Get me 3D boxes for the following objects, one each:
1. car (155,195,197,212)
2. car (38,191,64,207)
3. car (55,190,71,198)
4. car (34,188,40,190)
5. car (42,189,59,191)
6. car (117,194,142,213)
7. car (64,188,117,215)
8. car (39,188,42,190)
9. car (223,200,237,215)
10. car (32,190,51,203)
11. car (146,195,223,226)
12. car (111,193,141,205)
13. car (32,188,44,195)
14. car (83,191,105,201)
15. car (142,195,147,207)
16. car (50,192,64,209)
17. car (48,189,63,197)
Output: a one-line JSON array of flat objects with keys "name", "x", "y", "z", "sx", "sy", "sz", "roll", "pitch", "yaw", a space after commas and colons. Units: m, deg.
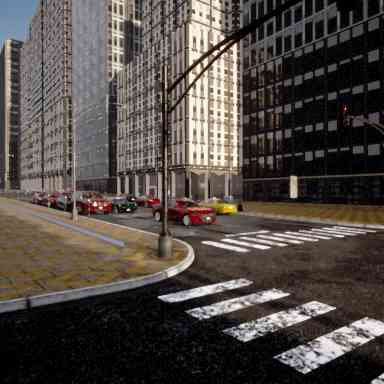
[{"name": "car", "x": -1.620, "y": 1.066, "z": 32.158, "sx": 1.947, "sy": 1.339, "sz": 4.313, "roll": 1, "pitch": 0, "yaw": -36}, {"name": "car", "x": -15.009, "y": 0.861, "z": 36.287, "sx": 1.887, "sy": 1.381, "sz": 4.507, "roll": 1, "pitch": 0, "yaw": -36}, {"name": "car", "x": -24.914, "y": 0.289, "z": 64.068, "sx": 1.752, "sy": 1.417, "sz": 4.829, "roll": 1, "pitch": 0, "yaw": -36}, {"name": "car", "x": -34.752, "y": -0.104, "z": 77.547, "sx": 1.967, "sy": 1.590, "sz": 4.097, "roll": 1, "pitch": 0, "yaw": -36}, {"name": "car", "x": -25.091, "y": 0.380, "z": 59.870, "sx": 2.033, "sy": 1.411, "sz": 5.357, "roll": 0, "pitch": 1, "yaw": -34}, {"name": "car", "x": -6.512, "y": 1.112, "z": 29.018, "sx": 1.895, "sy": 1.301, "sz": 4.718, "roll": 0, "pitch": 1, "yaw": -36}, {"name": "car", "x": -8.378, "y": 0.841, "z": 27.209, "sx": 2.192, "sy": 1.841, "sz": 5.009, "roll": 1, "pitch": 0, "yaw": -36}, {"name": "car", "x": -31.441, "y": 0.104, "z": 73.009, "sx": 1.887, "sy": 1.381, "sz": 4.507, "roll": 1, "pitch": 0, "yaw": -36}, {"name": "car", "x": 1.662, "y": 1.127, "z": 27.811, "sx": 1.752, "sy": 1.417, "sz": 4.829, "roll": 1, "pitch": 0, "yaw": -36}, {"name": "car", "x": -18.323, "y": 0.793, "z": 40.826, "sx": 1.802, "sy": 1.307, "sz": 4.206, "roll": 1, "pitch": 0, "yaw": -36}, {"name": "car", "x": -0.599, "y": 1.177, "z": 20.908, "sx": 1.882, "sy": 1.535, "sz": 5.008, "roll": 0, "pitch": 1, "yaw": -38}, {"name": "car", "x": -8.248, "y": 0.856, "z": 41.236, "sx": 1.947, "sy": 1.339, "sz": 4.313, "roll": 1, "pitch": 0, "yaw": -36}, {"name": "car", "x": -38.065, "y": -0.208, "z": 82.086, "sx": 1.967, "sy": 1.590, "sz": 4.097, "roll": 1, "pitch": 0, "yaw": -36}, {"name": "car", "x": -14.874, "y": 0.646, "z": 50.314, "sx": 1.947, "sy": 1.339, "sz": 4.313, "roll": 1, "pitch": 0, "yaw": -36}, {"name": "car", "x": -4.934, "y": 0.977, "z": 36.697, "sx": 1.802, "sy": 1.307, "sz": 4.206, "roll": 1, "pitch": 0, "yaw": -36}, {"name": "car", "x": -11.697, "y": 0.987, "z": 31.749, "sx": 1.947, "sy": 1.339, "sz": 4.313, "roll": 1, "pitch": 0, "yaw": -36}, {"name": "car", "x": -28.127, "y": 0.214, "z": 68.469, "sx": 2.008, "sy": 1.369, "sz": 4.403, "roll": 1, "pitch": 0, "yaw": -36}]
